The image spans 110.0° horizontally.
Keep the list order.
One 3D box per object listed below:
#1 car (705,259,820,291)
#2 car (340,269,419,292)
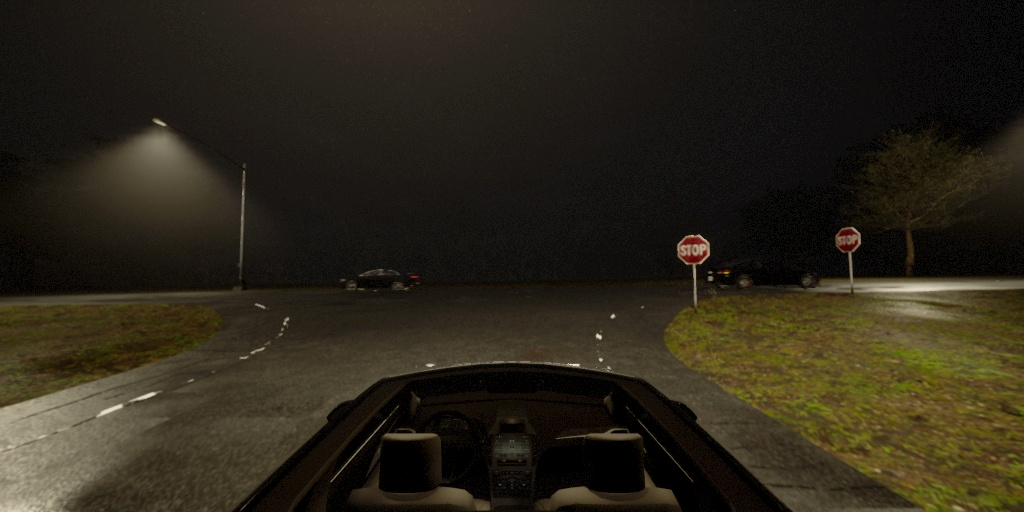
[{"bbox_3d":[11.428,0.847,16.567,4.674,1.442,1.812,-1,-4,-2],"label":"car"},{"bbox_3d":[-8.512,1.566,23.209,4.902,1.511,2.128,0,-3,0],"label":"car"}]
